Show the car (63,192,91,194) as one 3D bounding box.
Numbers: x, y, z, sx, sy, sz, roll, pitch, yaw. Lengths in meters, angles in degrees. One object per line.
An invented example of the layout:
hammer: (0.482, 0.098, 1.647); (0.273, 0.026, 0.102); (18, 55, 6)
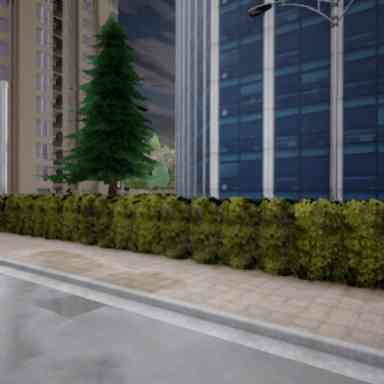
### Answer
car: (-14.512, 1.071, 39.842); (2.150, 2.045, 5.566); (0, 0, 36)
